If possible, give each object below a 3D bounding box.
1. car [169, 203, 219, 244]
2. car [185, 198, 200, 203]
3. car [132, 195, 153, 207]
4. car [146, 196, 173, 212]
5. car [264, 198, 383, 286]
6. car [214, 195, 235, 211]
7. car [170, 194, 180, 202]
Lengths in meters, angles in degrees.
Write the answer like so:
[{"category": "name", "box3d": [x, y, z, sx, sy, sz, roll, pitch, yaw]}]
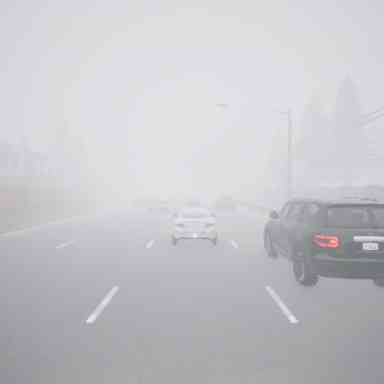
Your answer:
[{"category": "car", "box3d": [0.106, 1.443, 15.166, 1.812, 1.442, 4.674, 0, 0, 0]}, {"category": "car", "box3d": [0.116, 1.369, 42.716, 1.895, 1.301, 4.718, 0, 0, 0]}, {"category": "car", "box3d": [-6.982, 1.300, 45.692, 2.033, 1.411, 5.357, 0, 0, 0]}, {"category": "car", "box3d": [-3.387, 1.410, 35.145, 1.895, 1.301, 4.718, 0, 0, 0]}, {"category": "car", "box3d": [3.605, 1.170, 9.398, 2.150, 2.045, 5.566, 0, 0, 0]}, {"category": "car", "box3d": [3.614, 1.145, 38.065, 2.097, 1.767, 4.553, 0, 0, 0]}, {"category": "car", "box3d": [-3.376, 1.135, 63.092, 1.882, 1.535, 5.008, 0, 0, 0]}]
